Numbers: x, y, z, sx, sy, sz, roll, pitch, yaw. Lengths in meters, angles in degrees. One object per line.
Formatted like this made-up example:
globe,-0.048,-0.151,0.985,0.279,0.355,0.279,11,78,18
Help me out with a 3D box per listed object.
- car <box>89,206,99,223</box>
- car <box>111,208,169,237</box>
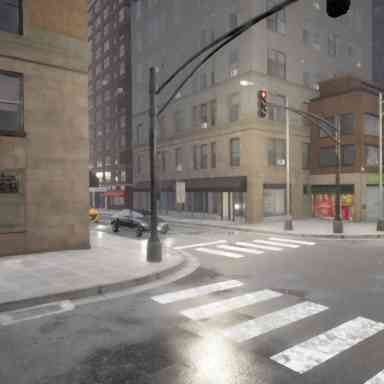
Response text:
car,-9.338,1.736,27.552,1.882,1.535,5.008,-1,0,-37
car,-3.198,1.694,19.496,1.812,1.442,4.674,-1,0,-38
